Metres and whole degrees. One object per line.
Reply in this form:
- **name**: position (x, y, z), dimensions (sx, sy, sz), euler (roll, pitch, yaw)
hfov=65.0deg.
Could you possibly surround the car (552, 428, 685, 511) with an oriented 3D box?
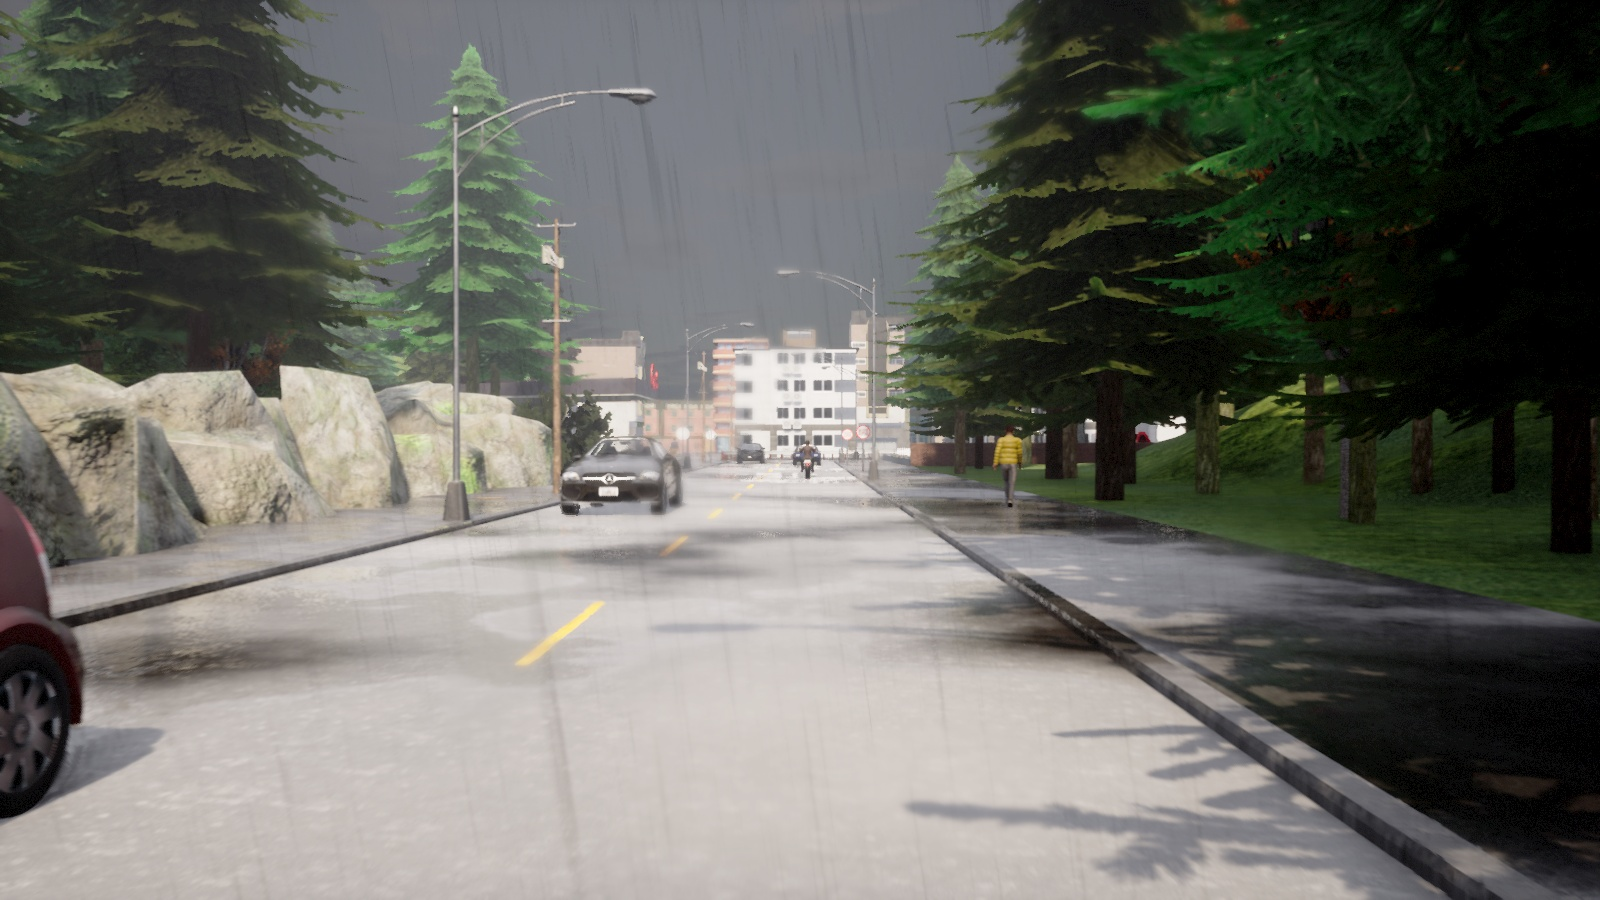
- **car**: position (-3.827, 0.367, 27.392), dimensions (2.152, 1.651, 5.027), euler (0, 0, 0)

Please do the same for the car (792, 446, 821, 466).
- **car**: position (0.461, 0.368, 85.071), dimensions (1.895, 1.301, 4.718), euler (0, 0, 0)

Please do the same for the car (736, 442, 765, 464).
- **car**: position (-3.529, 0.211, 90.543), dimensions (1.882, 1.535, 5.008), euler (0, 0, 0)

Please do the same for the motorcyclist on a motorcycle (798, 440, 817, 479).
- **motorcyclist on a motorcycle**: position (0.324, 0.393, 53.941), dimensions (0.766, 1.649, 2.350), euler (0, 0, 0)

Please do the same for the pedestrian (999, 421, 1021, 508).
- **pedestrian**: position (4.545, 0.307, 27.160), dimensions (0.431, 1.840, 0.709), euler (0, 0, 12)

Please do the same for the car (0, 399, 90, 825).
- **car**: position (-3.966, 0.622, 3.362), dimensions (1.851, 1.617, 3.988), euler (0, 0, 0)
